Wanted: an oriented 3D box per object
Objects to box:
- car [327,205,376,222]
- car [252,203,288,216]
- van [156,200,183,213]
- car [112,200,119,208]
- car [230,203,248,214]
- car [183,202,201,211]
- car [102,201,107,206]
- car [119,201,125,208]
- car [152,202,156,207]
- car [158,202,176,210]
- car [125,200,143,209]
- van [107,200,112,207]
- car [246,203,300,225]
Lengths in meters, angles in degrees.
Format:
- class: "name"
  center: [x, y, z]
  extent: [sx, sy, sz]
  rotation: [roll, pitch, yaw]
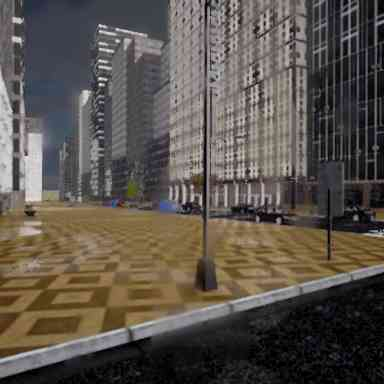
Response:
- class: "car"
  center: [14.129, 1.873, 29.818]
  extent: [2.008, 1.369, 4.403]
  rotation: [-1, -1, -26]
- class: "car"
  center: [9.267, 2.088, 39.962]
  extent: [1.947, 1.339, 4.313]
  rotation: [-1, -1, -26]
- class: "van"
  center: [-3.157, 2.021, 46.485]
  extent: [1.690, 1.788, 3.998]
  rotation: [-1, -1, -26]
- class: "car"
  center: [-15.310, 2.749, 71.840]
  extent: [1.887, 1.381, 4.507]
  rotation: [-1, -1, -26]
- class: "car"
  center: [6.835, 2.189, 45.033]
  extent: [1.947, 1.339, 4.313]
  rotation: [-1, -1, -26]
- class: "car"
  center: [-0.257, 2.313, 53.733]
  extent: [1.837, 1.490, 4.892]
  rotation: [0, -1, -25]
- class: "car"
  center: [-22.604, 3.072, 87.053]
  extent: [1.887, 1.381, 4.507]
  rotation: [-1, -1, -26]
- class: "car"
  center: [-12.806, 2.620, 66.616]
  extent: [1.752, 1.417, 4.829]
  rotation: [-1, -1, -26]
- class: "car"
  center: [-7.753, 2.832, 75.462]
  extent: [1.802, 1.307, 4.206]
  rotation: [-1, -1, -26]
- class: "car"
  center: [-4.717, 2.561, 62.931]
  extent: [1.994, 1.385, 4.181]
  rotation: [0, -1, -26]
- class: "car"
  center: [-10.447, 2.542, 61.697]
  extent: [2.008, 1.369, 4.403]
  rotation: [-1, -1, -26]
- class: "van"
  center: [-17.745, 2.653, 76.913]
  extent: [1.690, 1.788, 3.998]
  rotation: [-1, -1, -26]
- class: "car"
  center: [6.573, 1.827, 26.196]
  extent: [2.008, 1.369, 4.403]
  rotation: [-1, -1, -26]
